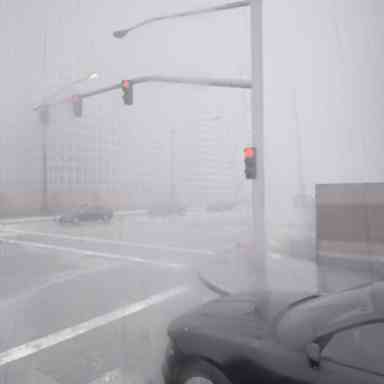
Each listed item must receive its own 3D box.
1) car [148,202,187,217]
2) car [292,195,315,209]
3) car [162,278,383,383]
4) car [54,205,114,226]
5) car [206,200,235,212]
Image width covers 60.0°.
[{"bbox_3d":[-2.508,1.775,34.389,1.837,1.490,4.892,-1,-1,36],"label":"car"},{"bbox_3d":[16.294,1.400,47.973,2.150,2.045,5.566,-1,-1,36],"label":"car"},{"bbox_3d":[1.960,1.476,2.679,5.008,1.535,1.882,0,0,37],"label":"car"},{"bbox_3d":[-8.438,1.763,26.253,2.128,1.511,4.902,-1,0,34],"label":"car"},{"bbox_3d":[3.665,1.746,42.842,1.882,1.535,5.008,-1,-1,36],"label":"car"}]
